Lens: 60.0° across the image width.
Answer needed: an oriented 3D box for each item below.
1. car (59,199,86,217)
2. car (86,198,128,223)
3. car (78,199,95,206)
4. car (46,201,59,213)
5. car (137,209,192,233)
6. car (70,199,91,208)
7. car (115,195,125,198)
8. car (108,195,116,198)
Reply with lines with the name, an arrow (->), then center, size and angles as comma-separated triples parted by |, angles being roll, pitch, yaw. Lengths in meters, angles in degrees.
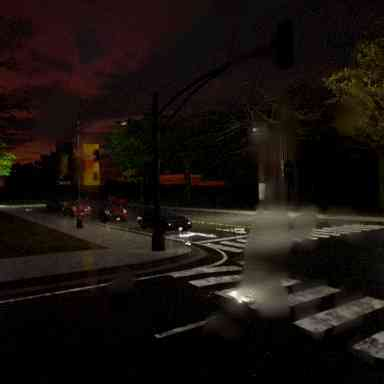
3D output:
car -> -13.106, 1.809, 37.824 | 2.097, 1.767, 4.553 | -1, 0, -35
car -> -7.493, 1.714, 29.806 | 2.097, 1.767, 4.553 | -1, 0, -35
car -> -21.175, 2.095, 66.666 | 1.994, 1.385, 4.181 | -1, 0, -35
car -> -18.865, 2.033, 46.126 | 1.882, 1.535, 5.008 | -1, 0, -35
car -> -1.993, 1.817, 22.056 | 2.033, 1.411, 5.357 | -1, 0, -29
car -> -19.675, 2.075, 58.688 | 2.033, 1.411, 5.357 | -1, 0, -35
car -> -12.637, 1.598, 54.465 | 2.150, 2.045, 5.566 | -1, -1, -35
car -> -13.810, 1.779, 50.379 | 2.097, 1.767, 4.553 | -1, 0, -35
